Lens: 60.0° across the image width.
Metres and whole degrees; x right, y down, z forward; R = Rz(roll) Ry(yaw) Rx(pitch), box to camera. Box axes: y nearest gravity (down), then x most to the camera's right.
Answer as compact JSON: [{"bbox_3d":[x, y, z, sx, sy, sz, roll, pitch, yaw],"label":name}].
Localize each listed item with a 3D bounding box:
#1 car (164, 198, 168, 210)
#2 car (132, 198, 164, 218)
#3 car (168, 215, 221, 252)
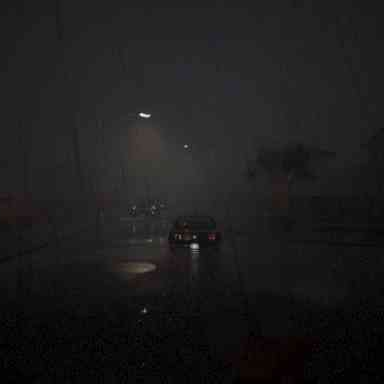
[{"bbox_3d":[-4.064,1.489,41.631,1.837,1.490,4.892,0,0,1],"label":"car"},{"bbox_3d":[-4.080,1.340,30.292,2.097,1.767,4.553,0,0,0],"label":"car"},{"bbox_3d":[0.099,1.595,13.846,1.895,1.301,4.718,0,0,0],"label":"car"}]
